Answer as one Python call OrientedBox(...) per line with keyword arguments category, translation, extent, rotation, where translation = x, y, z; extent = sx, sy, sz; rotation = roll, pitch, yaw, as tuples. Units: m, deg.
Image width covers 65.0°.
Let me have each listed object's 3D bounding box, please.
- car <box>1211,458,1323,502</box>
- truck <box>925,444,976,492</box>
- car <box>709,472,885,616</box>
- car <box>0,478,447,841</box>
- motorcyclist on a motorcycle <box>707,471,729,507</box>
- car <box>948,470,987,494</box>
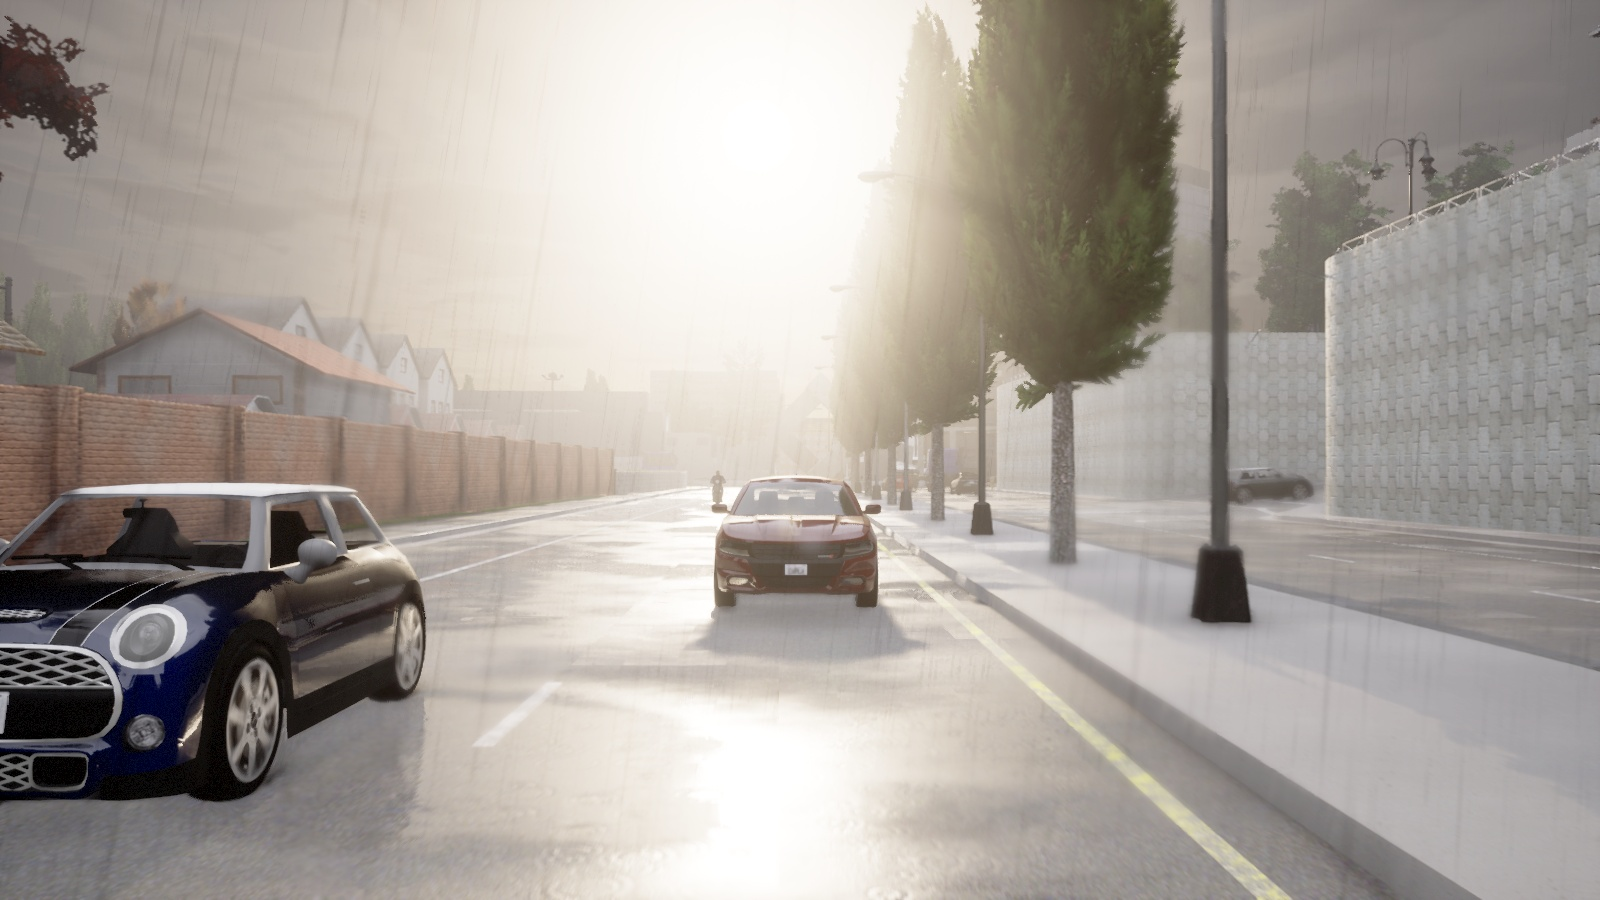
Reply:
OrientedBox(category="car", translation=(19.544, 1.246, 52.655), extent=(3.806, 1.475, 1.970), rotation=(-5, -1, -10))
OrientedBox(category="truck", translation=(11.267, 1.375, 94.819), extent=(2.891, 3.462, 7.936), rotation=(0, -1, 0))
OrientedBox(category="car", translation=(-0.039, 1.061, 16.040), extent=(1.882, 1.535, 5.008), rotation=(0, -1, 0))
OrientedBox(category="car", translation=(-3.518, 0.913, 7.116), extent=(1.970, 1.475, 3.806), rotation=(0, -1, 0))
OrientedBox(category="motorcyclist on a motorcycle", translation=(-3.635, 1.716, 55.753), extent=(0.866, 1.590, 1.817), rotation=(0, -1, 0))
OrientedBox(category="car", translation=(11.295, 2.136, 84.804), extent=(2.007, 1.525, 4.514), rotation=(0, -1, 0))
